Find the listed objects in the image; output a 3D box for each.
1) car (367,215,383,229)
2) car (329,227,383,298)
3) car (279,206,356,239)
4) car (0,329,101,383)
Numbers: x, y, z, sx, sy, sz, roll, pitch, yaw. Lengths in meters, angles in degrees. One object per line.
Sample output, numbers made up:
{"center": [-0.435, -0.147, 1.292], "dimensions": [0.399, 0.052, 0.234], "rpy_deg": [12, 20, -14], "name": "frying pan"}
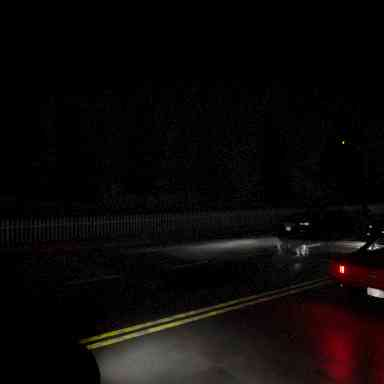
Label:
{"center": [9.853, 1.564, 15.336], "dimensions": [4.181, 1.385, 1.994], "rpy_deg": [0, 0, -36], "name": "car"}
{"center": [5.254, 1.601, 7.519], "dimensions": [4.718, 1.301, 1.895], "rpy_deg": [0, 0, -35], "name": "car"}
{"center": [6.594, 1.491, 17.310], "dimensions": [4.902, 1.511, 2.128], "rpy_deg": [0, 0, -36], "name": "car"}
{"center": [-2.819, 1.526, 1.759], "dimensions": [4.674, 1.442, 1.812], "rpy_deg": [0, 0, -36], "name": "car"}
